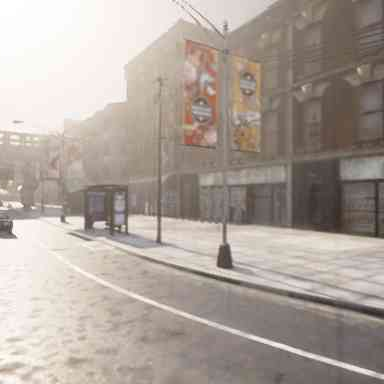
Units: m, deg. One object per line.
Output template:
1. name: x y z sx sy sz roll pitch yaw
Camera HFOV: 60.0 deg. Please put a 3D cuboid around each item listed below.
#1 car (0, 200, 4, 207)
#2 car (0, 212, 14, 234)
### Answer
1. car: -39.064 2.269 67.010 2.231 1.521 4.892 1 -1 -24
2. car: -12.148 1.842 20.362 1.895 1.301 4.718 1 -1 -33
